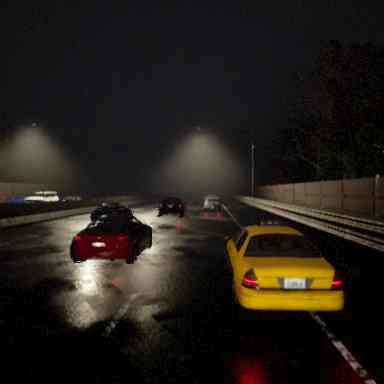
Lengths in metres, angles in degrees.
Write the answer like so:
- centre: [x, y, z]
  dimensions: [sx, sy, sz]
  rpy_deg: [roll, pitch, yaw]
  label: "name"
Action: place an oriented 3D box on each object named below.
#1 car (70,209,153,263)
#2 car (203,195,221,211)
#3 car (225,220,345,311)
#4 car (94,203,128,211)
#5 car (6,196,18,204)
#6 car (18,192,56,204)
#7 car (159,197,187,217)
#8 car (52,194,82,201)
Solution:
- centre: [-2.632, 1.506, 11.783]
  dimensions: [1.994, 1.385, 4.181]
  rpy_deg: [0, 0, 3]
  label: "car"
- centre: [2.321, 1.355, 37.754]
  dimensions: [1.812, 1.442, 4.674]
  rpy_deg: [0, 0, 4]
  label: "car"
- centre: [1.779, 1.419, 7.851]
  dimensions: [1.801, 1.575, 5.366]
  rpy_deg: [0, 0, 3]
  label: "car"
- centre: [-5.502, 1.452, 23.073]
  dimensions: [1.994, 1.385, 4.181]
  rpy_deg: [0, 0, 3]
  label: "car"
- centre: [-22.091, 1.259, 43.264]
  dimensions: [1.882, 1.535, 5.008]
  rpy_deg: [0, 0, 3]
  label: "car"
- centre: [-18.689, 1.014, 41.434]
  dimensions: [2.150, 2.045, 5.566]
  rpy_deg: [0, 0, 3]
  label: "car"
- centre: [-1.638, 1.214, 29.482]
  dimensions: [2.097, 1.767, 4.553]
  rpy_deg: [0, 0, 3]
  label: "car"
- centre: [-15.159, 1.285, 41.890]
  dimensions: [2.128, 1.511, 4.902]
  rpy_deg: [0, 0, 3]
  label: "car"
